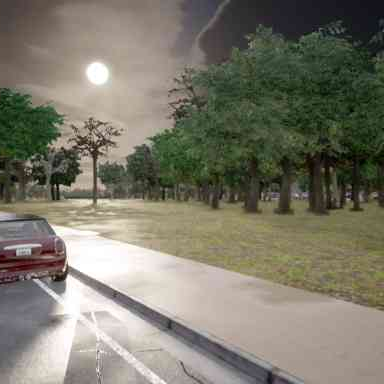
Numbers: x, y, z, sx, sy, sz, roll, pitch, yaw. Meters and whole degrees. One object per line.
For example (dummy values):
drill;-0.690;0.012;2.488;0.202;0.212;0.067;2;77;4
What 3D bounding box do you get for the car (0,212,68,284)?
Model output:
car;-5.045;1.353;9.052;2.097;1.767;4.553;0;0;-38
